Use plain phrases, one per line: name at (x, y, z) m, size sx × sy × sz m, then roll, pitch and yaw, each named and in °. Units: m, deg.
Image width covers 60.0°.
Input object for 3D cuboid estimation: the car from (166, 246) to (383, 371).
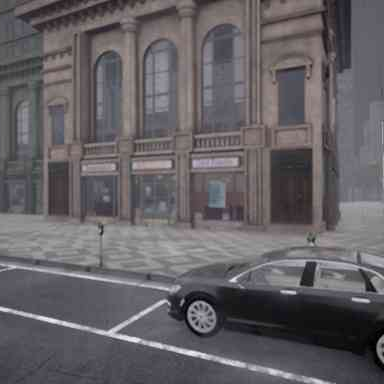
car at (1.690, 1.547, 5.229) m, size 4.403 × 1.369 × 2.008 m, roll 0°, pitch 0°, yaw 26°
